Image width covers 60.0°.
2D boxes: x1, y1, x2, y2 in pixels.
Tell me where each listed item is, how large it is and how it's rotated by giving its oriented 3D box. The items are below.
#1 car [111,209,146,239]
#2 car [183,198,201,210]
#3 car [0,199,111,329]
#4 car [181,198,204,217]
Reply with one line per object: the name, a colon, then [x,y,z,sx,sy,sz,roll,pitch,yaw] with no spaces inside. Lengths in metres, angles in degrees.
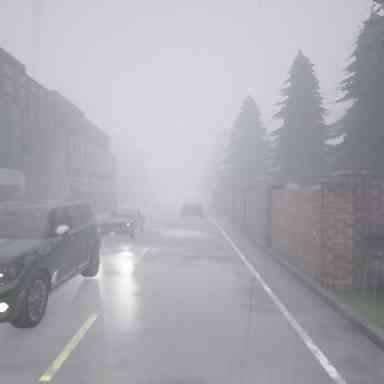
car: [-3.625,1.567,17.349,1.895,1.301,4.718,0,0,0]
car: [-0.001,1.460,41.886,2.033,1.411,5.357,0,0,0]
car: [-3.612,1.209,7.278,2.150,2.045,5.566,0,0,0]
car: [0.031,1.415,29.977,1.882,1.535,5.008,0,0,0]
